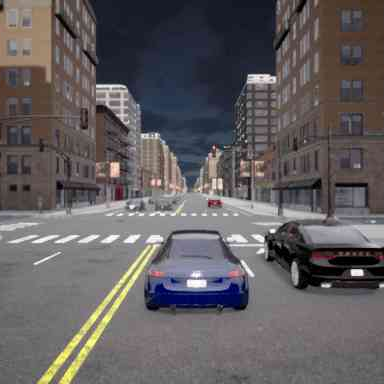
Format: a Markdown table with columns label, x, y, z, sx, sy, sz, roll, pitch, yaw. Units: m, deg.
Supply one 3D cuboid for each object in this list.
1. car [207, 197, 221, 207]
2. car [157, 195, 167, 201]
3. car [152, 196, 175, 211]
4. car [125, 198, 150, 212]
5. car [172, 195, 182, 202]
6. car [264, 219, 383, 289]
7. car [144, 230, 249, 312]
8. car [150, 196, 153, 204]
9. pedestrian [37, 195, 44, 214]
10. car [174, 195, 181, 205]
| label | x | y | z | sx | sy | sz | roll | pitch | yaw |
| --- | --- | --- | --- | --- | --- | --- | --- | --- | --- |
| car | 3.290 | 1.468 | 49.674 | 1.882 | 1.535 | 5.008 | 0 | 0 | 0 |
| car | -6.591 | 1.267 | 74.241 | 1.895 | 1.301 | 4.718 | 0 | 0 | 0 |
| car | -3.395 | 1.497 | 40.474 | 1.837 | 1.490 | 4.892 | 0 | 0 | 0 |
| car | -6.644 | 1.483 | 39.222 | 2.128 | 1.511 | 4.902 | 0 | 0 | 0 |
| car | -3.340 | 1.423 | 73.234 | 1.994 | 1.385 | 4.181 | 0 | 0 | 0 |
| car | 3.327 | 1.477 | 9.179 | 1.882 | 1.535 | 5.008 | 0 | 0 | 0 |
| car | 0.079 | 1.563 | 7.800 | 1.994 | 1.385 | 4.181 | 0 | 0 | 0 |
| car | -6.641 | 1.492 | 58.608 | 1.837 | 1.490 | 4.892 | 0 | 0 | 0 |
| pedestrian | -14.180 | 1.166 | 31.106 | 0.375 | 1.860 | 0.375 | 0 | 0 | 0 |
| car | -3.387 | 1.493 | 58.082 | 1.837 | 1.490 | 4.892 | 0 | 0 | 0 |
